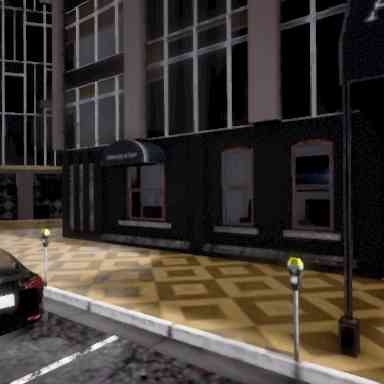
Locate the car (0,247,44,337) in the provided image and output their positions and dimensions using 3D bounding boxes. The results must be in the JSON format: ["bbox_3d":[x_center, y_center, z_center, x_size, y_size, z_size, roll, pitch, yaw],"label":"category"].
[{"bbox_3d":[-4.312,1.565,5.803,4.313,1.339,1.947,0,0,36],"label":"car"}]
